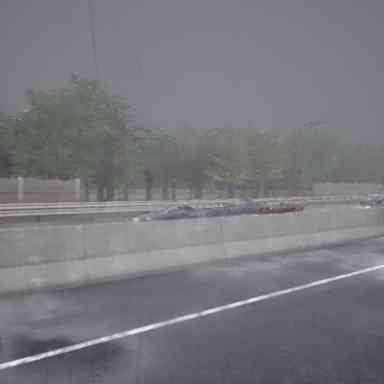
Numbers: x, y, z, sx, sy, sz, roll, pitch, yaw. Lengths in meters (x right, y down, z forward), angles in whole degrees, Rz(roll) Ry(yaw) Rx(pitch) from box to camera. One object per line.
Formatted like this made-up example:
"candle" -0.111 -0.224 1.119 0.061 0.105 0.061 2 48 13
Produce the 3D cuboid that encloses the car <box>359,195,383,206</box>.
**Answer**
"car" 25.702 1.195 47.258 4.892 1.490 1.837 -1 1 -34

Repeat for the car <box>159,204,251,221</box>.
"car" 0.719 1.556 17.316 4.181 1.385 1.994 0 0 -35

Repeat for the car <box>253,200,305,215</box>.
"car" 8.274 1.543 30.943 4.718 1.301 1.895 0 0 -35

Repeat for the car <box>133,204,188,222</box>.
"car" -1.199 1.484 20.246 4.902 1.511 2.128 0 0 -35

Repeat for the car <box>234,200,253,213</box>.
"car" 5.237 1.501 32.343 5.357 1.411 2.033 0 0 -38
